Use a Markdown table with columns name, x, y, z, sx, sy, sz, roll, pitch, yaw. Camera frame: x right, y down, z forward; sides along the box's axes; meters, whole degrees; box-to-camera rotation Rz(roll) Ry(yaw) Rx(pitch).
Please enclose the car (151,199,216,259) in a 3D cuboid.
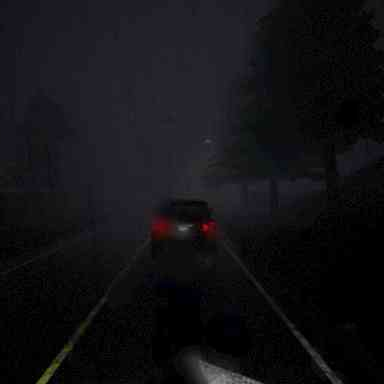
| name | x | y | z | sx | sy | sz | roll | pitch | yaw |
| --- | --- | --- | --- | --- | --- | --- | --- | --- | --- |
| car | -0.310 | 1.267 | 12.973 | 2.150 | 2.045 | 5.566 | -1 | 0 | -1 |
